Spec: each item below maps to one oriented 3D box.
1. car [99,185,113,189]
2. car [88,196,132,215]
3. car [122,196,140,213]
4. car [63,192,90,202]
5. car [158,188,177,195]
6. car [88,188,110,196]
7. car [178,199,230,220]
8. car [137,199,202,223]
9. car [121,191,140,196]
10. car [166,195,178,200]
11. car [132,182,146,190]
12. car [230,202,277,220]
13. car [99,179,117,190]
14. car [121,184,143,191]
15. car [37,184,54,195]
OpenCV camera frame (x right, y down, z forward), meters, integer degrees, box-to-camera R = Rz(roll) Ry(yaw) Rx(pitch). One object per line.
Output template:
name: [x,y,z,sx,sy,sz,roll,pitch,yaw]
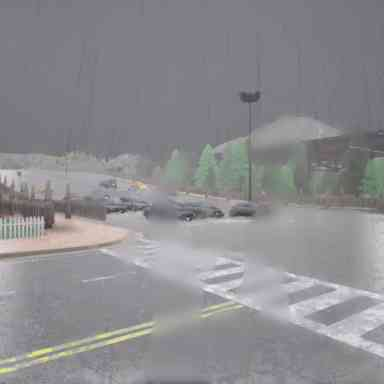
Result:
car: [-15.239,0.210,55.053,1.837,1.490,4.892,0,6,-37]
car: [-8.611,1.500,34.552,2.033,1.411,5.357,0,1,-37]
car: [-6.162,1.508,37.118,1.994,1.385,4.181,0,1,-37]
car: [-15.399,0.985,43.535,1.837,1.490,4.892,0,4,-37]
car: [-4.836,0.035,64.747,2.128,1.511,4.902,0,6,-37]
car: [-13.529,0.725,46.873,2.097,1.767,4.553,0,4,-37]
car: [0.792,1.561,27.959,1.994,1.385,4.181,0,0,-37]
car: [-1.887,1.548,25.699,2.033,1.411,5.357,0,0,-37]
car: [-8.276,1.112,45.718,1.882,1.535,5.008,0,3,-37]
car: [-1.846,1.455,37.220,1.882,1.535,5.008,0,0,-37]
car: [-11.943,-1.425,74.037,1.882,1.535,5.008,0,7,-37]
car: [5.073,1.562,28.117,1.994,1.385,4.181,0,0,-37]
car: [-17.640,-1.706,70.007,2.150,2.045,5.566,0,7,-37]
car: [-11.517,-0.063,61.984,1.895,1.301,4.718,0,7,-37]
car: [-24.626,-0.557,55.959,1.882,1.535,5.008,0,7,-37]
